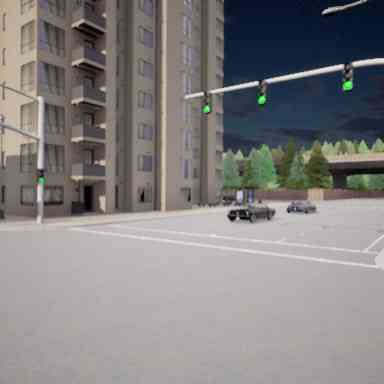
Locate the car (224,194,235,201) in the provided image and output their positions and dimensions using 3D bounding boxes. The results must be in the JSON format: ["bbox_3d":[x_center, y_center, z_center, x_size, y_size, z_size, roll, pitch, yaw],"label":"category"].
[{"bbox_3d":[8.427,1.191,64.038,4.902,1.511,2.128,1,0,37],"label":"car"}]

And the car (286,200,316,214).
[{"bbox_3d":[11.111,1.480,33.702,1.994,1.385,4.181,1,0,36],"label":"car"}]

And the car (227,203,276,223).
[{"bbox_3d":[4.457,1.515,24.675,1.895,1.301,4.718,1,0,36],"label":"car"}]
